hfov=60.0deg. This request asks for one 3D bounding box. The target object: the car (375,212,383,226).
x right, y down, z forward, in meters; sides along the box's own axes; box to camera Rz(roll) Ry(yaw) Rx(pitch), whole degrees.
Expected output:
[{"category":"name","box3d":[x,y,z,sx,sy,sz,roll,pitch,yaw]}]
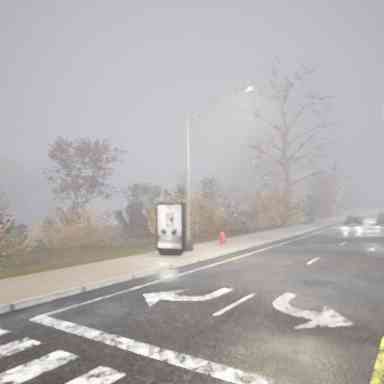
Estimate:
[{"category":"car","box3d":[22.286,3.038,38.197,1.837,1.490,4.892,-3,-4,31]}]

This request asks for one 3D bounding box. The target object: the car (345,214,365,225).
[{"category":"car","box3d":[19.482,3.279,39.827,1.895,1.301,4.718,-3,-4,31]}]
